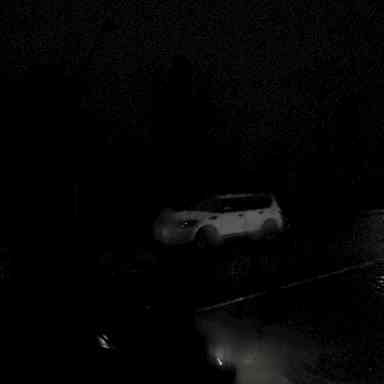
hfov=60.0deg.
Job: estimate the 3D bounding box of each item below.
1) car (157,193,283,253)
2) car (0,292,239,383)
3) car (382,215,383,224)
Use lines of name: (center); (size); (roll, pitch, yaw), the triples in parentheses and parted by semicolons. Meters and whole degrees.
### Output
car: (1.317, 1.084, 13.548); (5.566, 2.045, 2.150); (-1, 1, -35)
car: (-1.616, 1.562, 2.594); (4.181, 1.385, 1.994); (-1, 1, -36)
car: (11.329, 1.224, 16.342); (4.718, 1.301, 1.895); (-1, 1, -36)
